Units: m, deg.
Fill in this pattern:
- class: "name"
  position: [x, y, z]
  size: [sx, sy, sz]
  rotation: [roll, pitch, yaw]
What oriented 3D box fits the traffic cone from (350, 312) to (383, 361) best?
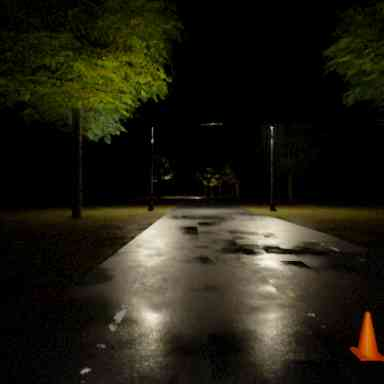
- class: "traffic cone"
  position: [2.446, 1.973, 4.636]
  size: [0.340, 0.580, 0.340]
  rotation: [0, 0, 0]
